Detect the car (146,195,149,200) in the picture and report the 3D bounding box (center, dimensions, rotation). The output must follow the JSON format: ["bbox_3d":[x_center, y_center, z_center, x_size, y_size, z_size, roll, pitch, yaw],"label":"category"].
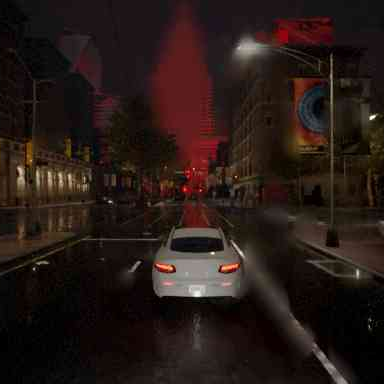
[{"bbox_3d":[-11.147,1.355,76.757,2.097,1.767,4.553,0,0,0],"label":"car"}]

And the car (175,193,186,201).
[{"bbox_3d":[-3.126,1.552,81.296,1.994,1.385,4.181,0,0,0],"label":"car"}]

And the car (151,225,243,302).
[{"bbox_3d":[0.114,1.526,8.122,1.812,1.442,4.674,0,0,1],"label":"car"}]

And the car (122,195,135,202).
[{"bbox_3d":[-14.647,1.478,76.742,1.882,1.535,5.008,0,0,0],"label":"car"}]

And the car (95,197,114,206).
[{"bbox_3d":[-14.823,1.547,56.789,2.033,1.411,5.357,0,0,0],"label":"car"}]

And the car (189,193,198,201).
[{"bbox_3d":[0.396,1.355,86.065,2.097,1.767,4.553,0,0,0],"label":"car"}]

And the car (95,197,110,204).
[{"bbox_3d":[-17.943,1.595,66.873,1.895,1.301,4.718,0,0,0],"label":"car"}]

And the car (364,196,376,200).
[{"bbox_3d":[34.758,1.481,68.023,2.231,1.521,4.892,0,0,0],"label":"car"}]

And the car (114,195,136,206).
[{"bbox_3d":[-11.324,1.478,56.724,1.882,1.535,5.008,0,0,0],"label":"car"}]

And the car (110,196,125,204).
[{"bbox_3d":[-14.711,1.505,66.328,1.837,1.490,4.892,0,0,1],"label":"car"}]

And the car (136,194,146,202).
[{"bbox_3d":[-11.214,1.547,66.537,2.033,1.411,5.357,0,0,1],"label":"car"}]
